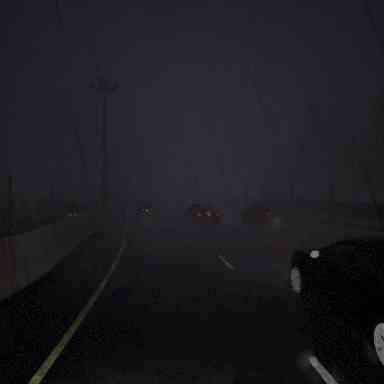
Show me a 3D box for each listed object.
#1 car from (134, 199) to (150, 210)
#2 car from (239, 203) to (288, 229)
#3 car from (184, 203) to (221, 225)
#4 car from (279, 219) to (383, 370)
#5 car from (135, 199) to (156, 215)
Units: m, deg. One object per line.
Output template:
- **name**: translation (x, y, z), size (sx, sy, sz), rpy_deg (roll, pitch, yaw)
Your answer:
- **car**: translation (-6.723, 1.597, 44.628), size (1.895, 1.301, 4.718), rpy_deg (0, 0, -11)
- **car**: translation (4.600, 1.503, 21.967), size (1.837, 1.490, 4.892), rpy_deg (0, 0, -10)
- **car**: translation (0.645, 1.545, 24.379), size (2.033, 1.411, 5.357), rpy_deg (0, 0, -11)
- **car**: translation (3.238, 1.477, 5.542), size (1.882, 1.535, 5.008), rpy_deg (0, 0, -3)
- **car**: translation (-4.692, 1.503, 33.818), size (1.837, 1.490, 4.892), rpy_deg (0, 0, -11)
